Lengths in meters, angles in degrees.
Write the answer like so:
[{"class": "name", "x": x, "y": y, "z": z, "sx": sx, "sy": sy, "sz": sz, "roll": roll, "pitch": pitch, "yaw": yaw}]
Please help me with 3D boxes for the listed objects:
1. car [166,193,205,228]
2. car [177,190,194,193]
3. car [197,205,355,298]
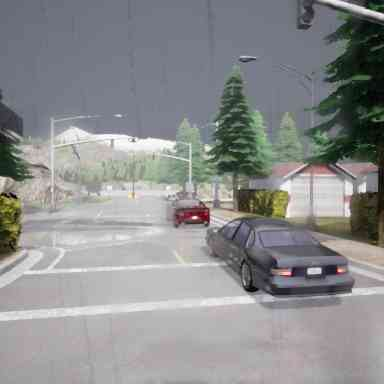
[{"class": "car", "x": -0.327, "y": 1.059, "z": 18.982, "sx": 1.882, "sy": 1.535, "sz": 5.008, "roll": -1, "pitch": 2, "yaw": -11}, {"class": "car", "x": -0.967, "y": 0.386, "z": 70.291, "sx": 4.902, "sy": 1.511, "sz": 2.128, "roll": 0, "pitch": 1, "yaw": -11}, {"class": "car", "x": 1.775, "y": 1.366, "z": 8.601, "sx": 2.033, "sy": 1.411, "sz": 5.357, "roll": 0, "pitch": 3, "yaw": -11}]
